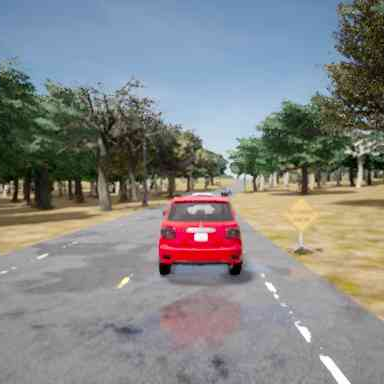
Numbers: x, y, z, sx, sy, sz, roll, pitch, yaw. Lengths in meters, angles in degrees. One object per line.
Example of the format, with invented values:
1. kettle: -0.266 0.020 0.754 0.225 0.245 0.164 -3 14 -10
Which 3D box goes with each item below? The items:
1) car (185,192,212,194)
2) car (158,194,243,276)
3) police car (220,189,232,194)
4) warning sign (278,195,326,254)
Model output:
1. car: 0.926 1.093 27.626 2.150 2.045 5.566 0 1 4
2. car: 0.218 1.165 10.384 2.150 2.045 5.566 0 -1 0
3. police car: 7.873 0.267 80.721 1.930 1.638 5.238 0 2 9
4. warning sign: 3.713 1.063 11.334 1.300 1.860 1.060 0 1 1
